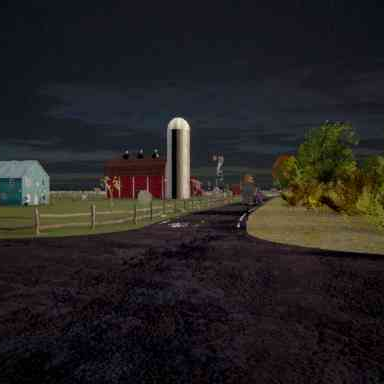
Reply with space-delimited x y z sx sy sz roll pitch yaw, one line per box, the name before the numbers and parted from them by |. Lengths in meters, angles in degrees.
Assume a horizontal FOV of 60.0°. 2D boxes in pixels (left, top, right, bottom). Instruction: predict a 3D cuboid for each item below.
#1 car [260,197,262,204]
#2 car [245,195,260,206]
car | 12.690 1.358 65.977 2.097 1.767 4.553 0 0 15
car | 9.965 1.498 55.947 1.837 1.490 4.892 0 0 15
